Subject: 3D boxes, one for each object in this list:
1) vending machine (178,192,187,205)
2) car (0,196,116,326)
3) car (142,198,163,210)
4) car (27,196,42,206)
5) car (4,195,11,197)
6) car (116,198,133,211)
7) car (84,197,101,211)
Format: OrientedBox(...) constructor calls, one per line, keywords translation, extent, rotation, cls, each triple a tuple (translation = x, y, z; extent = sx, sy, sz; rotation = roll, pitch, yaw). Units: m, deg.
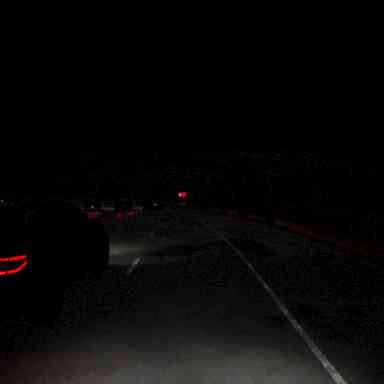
OrientedBox(translation=(-1.574, 1.037, 54.839), extent=(1.100, 2.100, 0.880), rotation=(0, 0, -23), cls="vending machine")
OrientedBox(translation=(-3.422, 1.200, 7.184), extent=(2.150, 2.045, 5.566), rotation=(0, 0, 0), cls="car")
OrientedBox(translation=(-4.849, 1.446, 40.606), extent=(1.994, 1.385, 4.181), rotation=(0, 0, -17), cls="car")
OrientedBox(translation=(-25.378, 1.393, 53.618), extent=(2.033, 1.411, 5.357), rotation=(0, 0, -27), cls="car")
OrientedBox(translation=(-30.532, 1.317, 55.542), extent=(1.882, 1.535, 5.008), rotation=(0, 0, -30), cls="car")
OrientedBox(translation=(-8.222, 1.411, 39.723), extent=(1.812, 1.442, 4.674), rotation=(0, 0, -17), cls="car")
OrientedBox(translation=(-11.666, 1.391, 39.040), extent=(1.837, 1.490, 4.892), rotation=(0, 0, -17), cls="car")
